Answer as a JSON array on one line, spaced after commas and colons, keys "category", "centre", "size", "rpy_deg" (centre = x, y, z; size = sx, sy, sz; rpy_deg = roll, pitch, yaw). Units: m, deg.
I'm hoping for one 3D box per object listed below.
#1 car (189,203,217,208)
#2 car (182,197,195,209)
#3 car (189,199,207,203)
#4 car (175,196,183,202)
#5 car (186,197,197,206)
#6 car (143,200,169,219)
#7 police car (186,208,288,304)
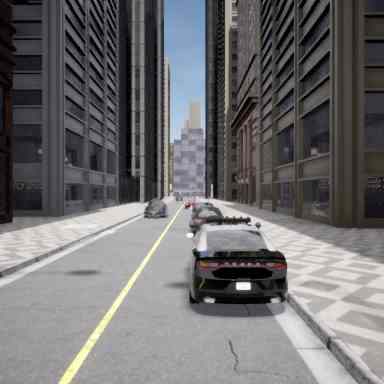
[{"category": "car", "centre": [0.873, 1.534, 18.232], "size": [1.812, 1.442, 4.674], "rpy_deg": [0, 0, 0]}, {"category": "car", "centre": [-0.030, 1.646, 45.985], "size": [1.895, 1.301, 4.718], "rpy_deg": [0, 0, 0]}, {"category": "car", "centre": [0.864, 1.519, 24.232], "size": [1.837, 1.490, 4.892], "rpy_deg": [0, 0, 0]}, {"category": "car", "centre": [-3.116, 1.668, 82.417], "size": [1.837, 1.490, 4.892], "rpy_deg": [0, 0, 0]}, {"category": "car", "centre": [-0.083, 1.641, 59.010], "size": [1.994, 1.385, 4.181], "rpy_deg": [0, 0, 0]}, {"category": "car", "centre": [-3.144, 1.525, 29.565], "size": [1.837, 1.490, 4.892], "rpy_deg": [0, 0, 0]}, {"category": "police car", "centre": [0.887, 1.427, 8.342], "size": [1.930, 1.638, 5.238], "rpy_deg": [0, 0, 0]}]
